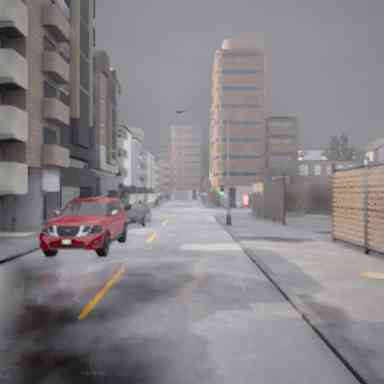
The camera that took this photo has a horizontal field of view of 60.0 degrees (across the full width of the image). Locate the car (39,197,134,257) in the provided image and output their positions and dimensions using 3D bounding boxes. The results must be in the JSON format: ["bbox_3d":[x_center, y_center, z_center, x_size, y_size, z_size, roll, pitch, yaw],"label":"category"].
[{"bbox_3d":[-4.061,1.263,13.528,2.150,2.045,5.566,0,0,0],"label":"car"}]

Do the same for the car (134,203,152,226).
[{"bbox_3d":[-4.033,1.578,23.965,1.837,1.490,4.892,0,0,0],"label":"car"}]
